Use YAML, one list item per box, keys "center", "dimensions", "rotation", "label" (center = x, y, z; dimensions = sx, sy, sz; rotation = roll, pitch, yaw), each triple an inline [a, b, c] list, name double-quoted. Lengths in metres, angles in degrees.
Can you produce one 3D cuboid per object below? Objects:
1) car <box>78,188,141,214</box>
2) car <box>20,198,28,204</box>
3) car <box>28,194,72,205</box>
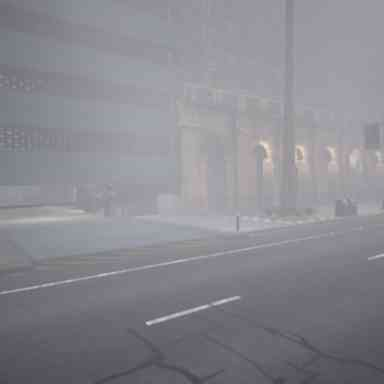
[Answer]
- center: [-7.121, 0.710, 29.307]
  dimensions: [5.566, 2.045, 2.435]
  rotation: [-2, 1, -36]
  label: "car"
- center: [-24.949, 1.112, 53.562]
  dimensions: [4.786, 1.482, 2.161]
  rotation: [-2, 1, -36]
  label: "car"
- center: [-18.542, 1.171, 43.882]
  dimensions: [4.718, 1.301, 1.895]
  rotation: [-2, 1, -36]
  label: "car"
